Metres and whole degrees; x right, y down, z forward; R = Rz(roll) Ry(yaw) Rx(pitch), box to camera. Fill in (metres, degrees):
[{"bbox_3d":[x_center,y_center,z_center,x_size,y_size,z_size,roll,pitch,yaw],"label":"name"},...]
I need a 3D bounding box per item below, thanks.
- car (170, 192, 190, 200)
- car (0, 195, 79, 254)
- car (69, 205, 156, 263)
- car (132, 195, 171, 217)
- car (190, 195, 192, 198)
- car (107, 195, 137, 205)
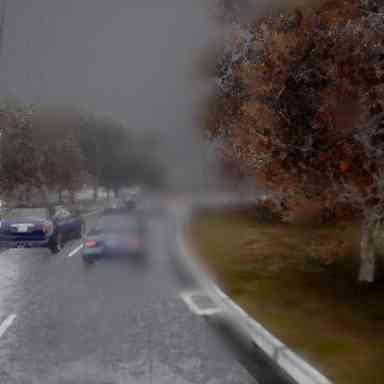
[{"bbox_3d":[-3.326,0.816,68.613,2.097,1.767,4.553,-1,0,-43],"label":"car"},{"bbox_3d":[-5.711,1.201,13.052,2.097,1.767,4.553,0,1,-4],"label":"car"},{"bbox_3d":[-2.386,1.404,11.449,2.033,1.411,5.357,0,1,-6],"label":"car"},{"bbox_3d":[-3.060,1.175,26.249,2.033,1.411,5.357,0,1,-1],"label":"car"},{"bbox_3d":[-2.601,0.980,72.355,5.357,1.411,2.033,0,0,39],"label":"car"},{"bbox_3d":[-6.039,1.191,28.761,1.994,1.385,4.181,0,1,4],"label":"car"}]
